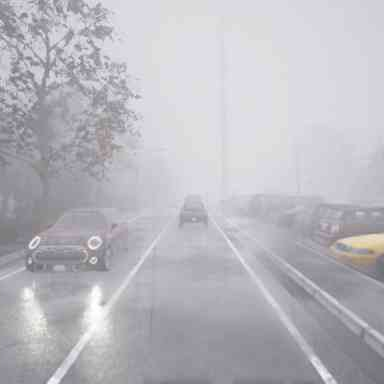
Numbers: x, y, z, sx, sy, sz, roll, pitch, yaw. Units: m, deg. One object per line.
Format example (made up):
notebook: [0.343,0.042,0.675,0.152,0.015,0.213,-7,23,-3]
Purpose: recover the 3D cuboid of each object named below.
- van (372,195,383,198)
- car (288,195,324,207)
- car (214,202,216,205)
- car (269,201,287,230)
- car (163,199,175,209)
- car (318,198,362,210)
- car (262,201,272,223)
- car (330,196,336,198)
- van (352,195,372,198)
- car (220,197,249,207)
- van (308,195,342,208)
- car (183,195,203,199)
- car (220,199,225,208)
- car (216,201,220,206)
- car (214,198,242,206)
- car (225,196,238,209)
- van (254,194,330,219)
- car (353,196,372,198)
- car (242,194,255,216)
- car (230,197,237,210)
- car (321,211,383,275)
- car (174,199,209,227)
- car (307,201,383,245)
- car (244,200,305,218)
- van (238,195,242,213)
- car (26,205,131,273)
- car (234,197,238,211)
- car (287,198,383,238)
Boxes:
van: [20.056,1.239,31.569,4.442,1.987,1.878,0,-1,0]
car: [20.268,1.576,59.264,5.566,2.045,2.435,0,-1,0]
car: [7.173,1.886,62.286,4.892,1.521,2.231,0,-1,0]
car: [7.055,1.440,17.898,5.008,1.535,2.097,0,0,0]
car: [-3.269,1.777,50.946,2.033,1.411,5.357,0,-1,0]
car: [20.202,1.644,45.540,5.008,1.535,2.097,0,-1,0]
car: [7.070,1.472,20.674,4.674,1.452,2.002,0,0,0]
car: [20.195,1.607,42.644,5.008,1.535,2.097,0,-1,0]
van: [20.304,1.310,37.107,4.442,1.987,1.878,0,-1,0]
car: [7.186,1.666,56.740,4.553,1.767,2.185,0,-1,0]
van: [20.337,1.487,50.957,4.442,1.987,1.878,0,-1,0]
car: [0.144,1.327,40.927,2.150,2.045,5.566,0,0,0]
car: [7.171,1.747,51.190,4.792,1.488,2.163,0,-1,0]
car: [7.119,1.502,53.970,5.566,2.045,2.435,0,-1,0]
car: [6.989,1.941,65.055,5.366,1.575,1.946,0,-1,0]
car: [7.126,1.611,42.863,5.008,1.535,2.097,0,-1,0]
van: [6.957,1.197,23.450,4.442,1.987,1.878,0,0,0]
car: [19.996,1.498,34.334,5.366,1.575,1.946,0,-1,0]
car: [7.109,1.162,26.226,5.566,2.045,2.435,0,0,0]
car: [7.078,1.570,37.312,4.792,1.488,2.163,0,-1,0]
car: [6.855,1.465,9.570,5.366,1.575,1.946,0,0,0]
car: [0.115,1.465,22.754,2.128,1.511,4.902,0,0,0]
car: [7.016,1.333,12.346,4.553,1.767,2.185,0,0,0]
car: [7.117,1.463,28.977,4.792,1.488,2.163,0,0,0]
van: [6.977,1.243,31.762,4.442,1.987,1.878,0,-1,0]
car: [-3.343,1.318,10.619,2.097,1.767,4.553,0,0,0]
car: [7.103,1.545,34.534,4.674,1.452,2.002,0,-1,0]
car: [7.022,1.324,15.122,4.553,1.767,2.185,0,0,0]
